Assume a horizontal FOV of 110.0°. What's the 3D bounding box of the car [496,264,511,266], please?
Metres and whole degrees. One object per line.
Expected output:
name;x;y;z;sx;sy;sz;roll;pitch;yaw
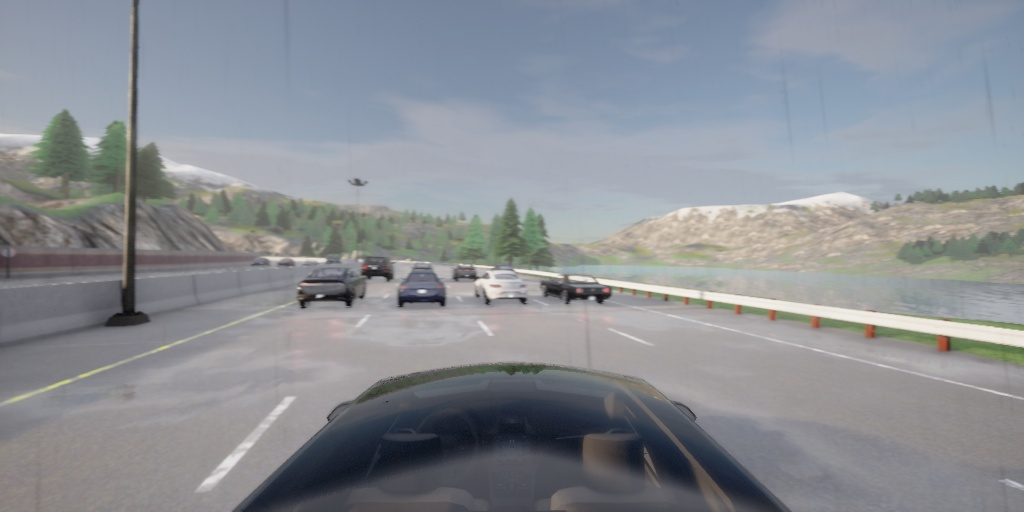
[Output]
car;-0.803;1.477;32.199;1.812;1.442;4.674;1;0;-14

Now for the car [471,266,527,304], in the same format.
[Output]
car;-0.587;1.372;16.809;1.812;1.442;4.674;1;0;-14

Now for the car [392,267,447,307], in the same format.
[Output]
car;-3.959;1.355;15.863;1.994;1.385;4.181;1;0;-14

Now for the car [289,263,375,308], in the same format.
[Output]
car;-7.359;1.227;15.037;2.128;1.511;4.902;1;0;-14

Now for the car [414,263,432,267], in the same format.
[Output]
car;-7.578;1.332;30.438;2.128;1.511;4.902;1;0;-14

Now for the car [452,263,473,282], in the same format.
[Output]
car;-4.182;1.388;31.283;2.128;1.511;4.902;1;0;-14

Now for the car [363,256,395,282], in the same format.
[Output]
car;-10.906;0.999;29.321;2.150;2.045;5.566;1;0;-14

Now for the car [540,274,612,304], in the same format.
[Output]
car;2.870;1.503;17.385;1.895;1.301;4.718;1;0;-14
